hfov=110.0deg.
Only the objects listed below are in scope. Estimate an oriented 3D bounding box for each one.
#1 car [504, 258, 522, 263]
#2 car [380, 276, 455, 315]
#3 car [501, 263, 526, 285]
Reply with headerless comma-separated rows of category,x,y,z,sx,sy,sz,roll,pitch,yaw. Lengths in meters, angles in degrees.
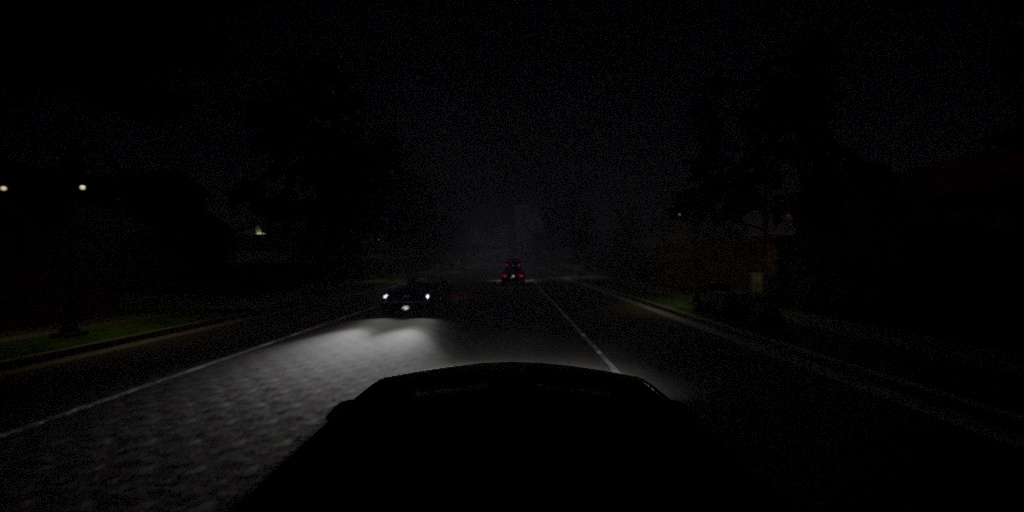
car,0.156,1.318,49.364,2.150,2.045,5.566,0,0,0
car,-3.575,1.469,14.333,1.895,1.301,4.718,0,0,0
car,0.104,1.520,28.476,2.033,1.411,5.357,0,0,1
